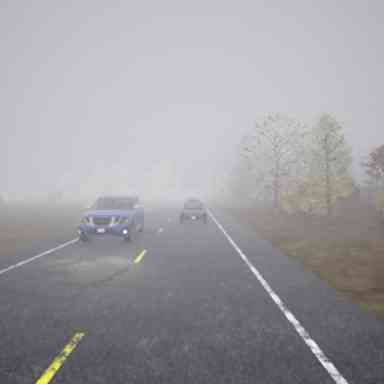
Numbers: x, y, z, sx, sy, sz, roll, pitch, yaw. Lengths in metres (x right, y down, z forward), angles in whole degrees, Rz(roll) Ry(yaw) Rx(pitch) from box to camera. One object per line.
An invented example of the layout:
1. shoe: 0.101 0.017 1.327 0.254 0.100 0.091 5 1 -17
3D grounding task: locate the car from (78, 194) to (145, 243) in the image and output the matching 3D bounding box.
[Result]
1. car: -3.599 1.146 15.928 2.150 2.045 5.566 0 0 0

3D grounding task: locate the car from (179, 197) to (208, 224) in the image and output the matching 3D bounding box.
1. car: 0.095 1.380 23.393 2.128 1.511 4.902 0 0 0
